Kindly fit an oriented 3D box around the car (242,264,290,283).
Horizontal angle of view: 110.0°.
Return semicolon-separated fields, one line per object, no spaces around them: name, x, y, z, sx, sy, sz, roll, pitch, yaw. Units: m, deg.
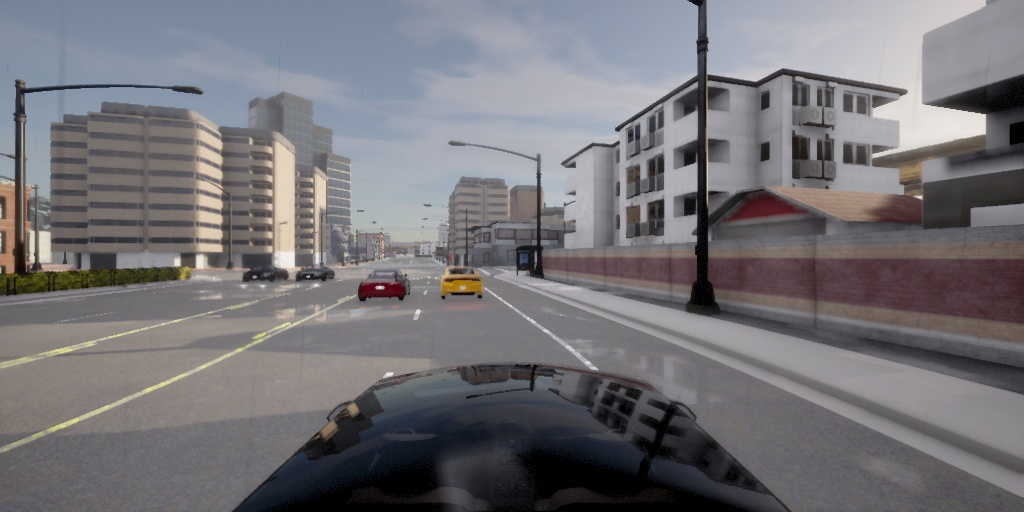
car;-19.035;1.348;27.879;1.994;1.385;4.181;0;0;-13

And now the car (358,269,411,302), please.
car;-6.049;1.321;17.318;1.994;1.385;4.181;0;0;-11

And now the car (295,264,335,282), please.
car;-15.621;1.348;28.652;1.994;1.385;4.181;0;0;-13

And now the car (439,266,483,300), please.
car;-2.619;1.234;18.014;1.882;1.535;5.008;0;0;-11
